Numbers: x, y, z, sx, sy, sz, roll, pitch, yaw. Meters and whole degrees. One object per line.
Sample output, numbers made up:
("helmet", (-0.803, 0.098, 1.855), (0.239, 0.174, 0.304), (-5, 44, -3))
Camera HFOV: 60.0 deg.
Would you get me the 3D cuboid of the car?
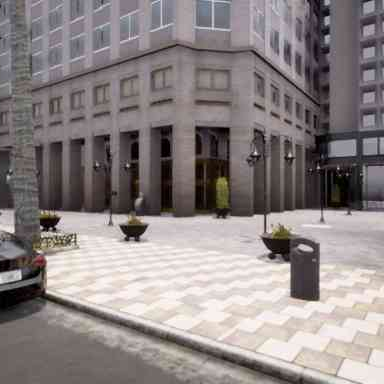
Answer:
("car", (-5.052, 1.511, 7.094), (4.786, 1.482, 2.161), (0, 0, 35))
